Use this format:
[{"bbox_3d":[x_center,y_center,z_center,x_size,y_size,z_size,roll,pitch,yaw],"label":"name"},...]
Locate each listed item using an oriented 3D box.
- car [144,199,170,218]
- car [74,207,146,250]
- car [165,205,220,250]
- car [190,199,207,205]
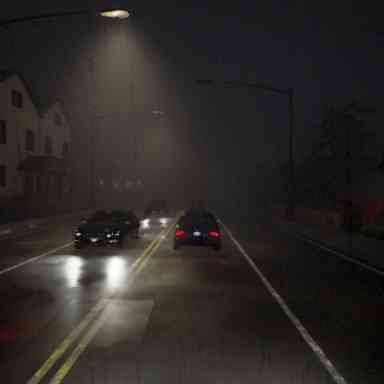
[{"bbox_3d":[-3.076,1.429,29.837,1.837,1.490,4.892,1,0,1],"label":"car"},{"bbox_3d":[-3.383,1.445,14.071,1.837,1.490,4.892,1,0,1],"label":"car"},{"bbox_3d":[0.220,1.531,14.331,2.033,1.411,5.357,1,0,1],"label":"car"},{"bbox_3d":[0.672,1.507,36.927,2.033,1.411,5.357,1,0,3],"label":"car"}]
